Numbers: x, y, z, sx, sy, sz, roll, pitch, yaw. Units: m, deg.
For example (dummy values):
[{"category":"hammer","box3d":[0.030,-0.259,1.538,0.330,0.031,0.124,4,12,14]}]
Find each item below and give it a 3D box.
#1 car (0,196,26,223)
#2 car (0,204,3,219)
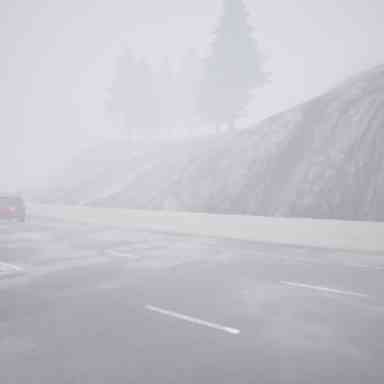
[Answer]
[{"category":"car","box3d":[-14.832,1.347,25.926,2.150,2.045,5.566,1,-1,-45]},{"category":"car","box3d":[-13.306,1.577,19.593,4.902,1.511,2.128,0,0,43]}]
